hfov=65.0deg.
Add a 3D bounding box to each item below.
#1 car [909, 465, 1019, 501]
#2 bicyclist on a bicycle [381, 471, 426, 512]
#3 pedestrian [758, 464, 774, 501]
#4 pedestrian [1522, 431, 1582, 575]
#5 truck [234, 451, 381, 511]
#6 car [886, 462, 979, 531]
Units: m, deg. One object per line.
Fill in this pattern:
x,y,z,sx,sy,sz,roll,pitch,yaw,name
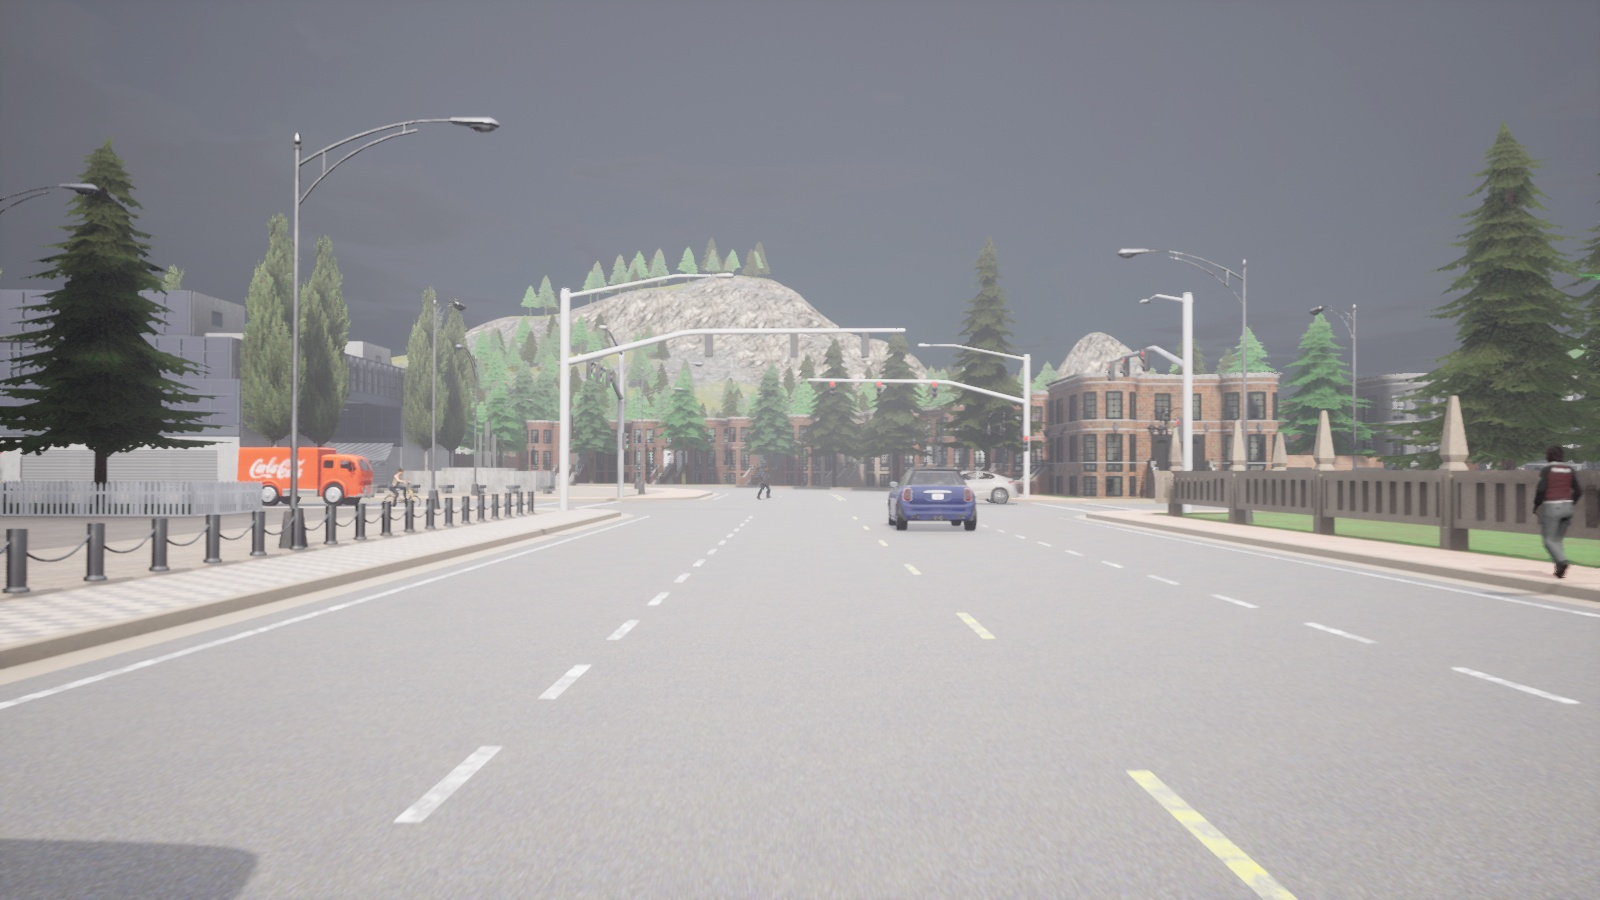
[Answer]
7.845,1.573,60.413,5.027,1.651,2.152,0,-1,0,car
-15.773,1.651,49.950,1.509,1.612,0.866,0,-1,0,bicyclist on a bicycle
-1.797,1.728,66.779,0.788,1.949,0.423,0,-1,2,pedestrian
10.312,0.720,17.234,0.402,1.930,0.666,0,-1,-1,pedestrian
-20.896,1.306,53.458,5.204,2.467,2.627,0,-1,0,truck
3.582,1.240,34.760,2.097,1.767,4.553,0,-1,0,car
